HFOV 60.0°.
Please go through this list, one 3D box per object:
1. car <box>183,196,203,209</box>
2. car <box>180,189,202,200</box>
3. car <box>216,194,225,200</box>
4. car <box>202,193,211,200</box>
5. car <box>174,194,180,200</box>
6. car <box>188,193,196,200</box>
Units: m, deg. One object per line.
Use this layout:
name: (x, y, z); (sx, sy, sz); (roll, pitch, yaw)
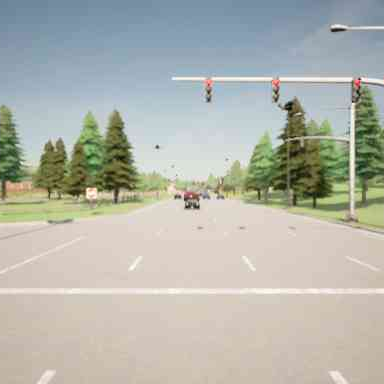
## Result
car: (0.040, 1.492, 41.111); (1.895, 1.301, 4.718); (1, 0, 0)
car: (-0.027, 0.385, 41.197); (1.812, 1.442, 4.674); (0, -2, 3)
car: (7.062, 1.182, 82.522); (2.128, 1.511, 4.902); (0, 0, 0)
car: (3.562, 1.181, 82.524); (1.812, 1.442, 4.674); (0, 0, 0)
car: (-3.438, 1.135, 82.529); (1.882, 1.535, 5.008); (0, 0, 0)
car: (0.062, 1.135, 82.527); (1.882, 1.535, 5.008); (0, 0, 0)
